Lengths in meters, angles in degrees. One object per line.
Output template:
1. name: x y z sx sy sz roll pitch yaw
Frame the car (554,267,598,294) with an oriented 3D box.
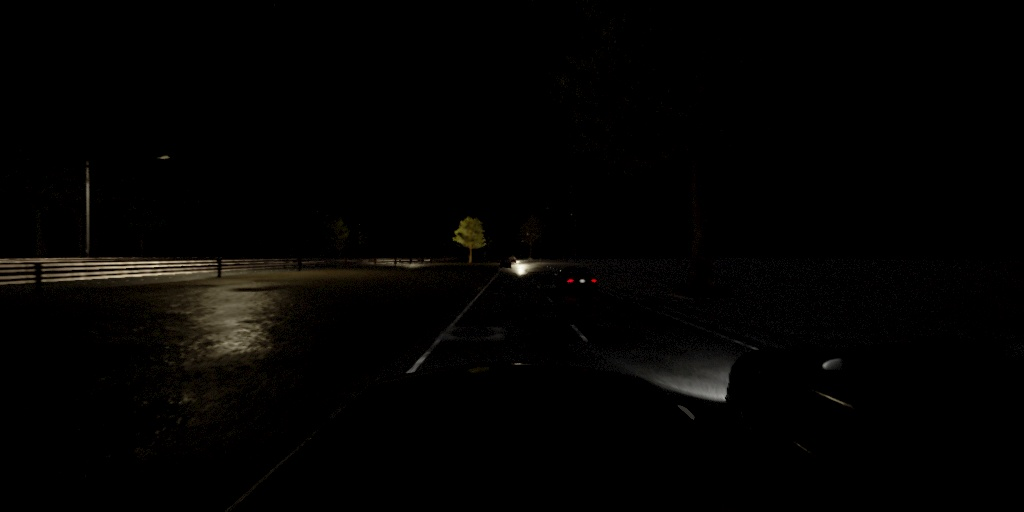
1. car: 3.615 1.351 20.902 2.033 1.411 5.357 0 0 0

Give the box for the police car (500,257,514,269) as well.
1. police car: -1.010 1.256 60.263 1.930 1.638 5.238 0 0 0

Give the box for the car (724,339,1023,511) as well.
1. car: 3.602 1.314 2.694 1.994 1.385 4.181 0 0 0
